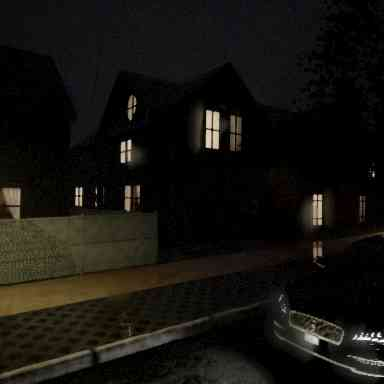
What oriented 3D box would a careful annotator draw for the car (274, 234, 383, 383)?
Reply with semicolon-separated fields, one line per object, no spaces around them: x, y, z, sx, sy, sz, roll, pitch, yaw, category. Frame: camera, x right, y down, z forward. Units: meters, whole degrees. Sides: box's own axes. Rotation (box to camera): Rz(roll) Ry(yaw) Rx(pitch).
3.403;1.508;5.379;4.892;1.490;1.837;0;0;-36;car
